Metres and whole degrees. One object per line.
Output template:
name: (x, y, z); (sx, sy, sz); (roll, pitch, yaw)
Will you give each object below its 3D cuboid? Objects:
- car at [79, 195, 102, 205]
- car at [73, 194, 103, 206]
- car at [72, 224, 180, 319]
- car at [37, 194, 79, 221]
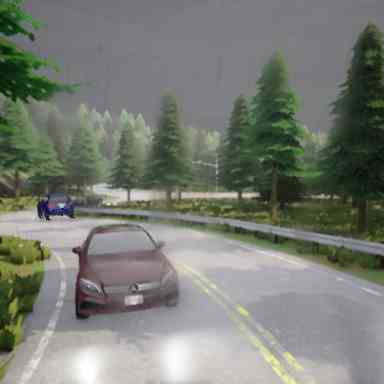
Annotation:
car: (-13.492, 1.210, 43.171); (2.097, 1.767, 4.553); (1, 2, 12)
car: (-14.965, 1.151, 48.154); (1.994, 1.385, 4.181); (2, 3, 23)
car: (-1.678, 1.509, 7.640); (1.812, 1.442, 4.674); (-2, 0, -18)
car: (-11.698, 1.251, 28.376); (2.150, 2.045, 5.566); (-3, 1, -33)
